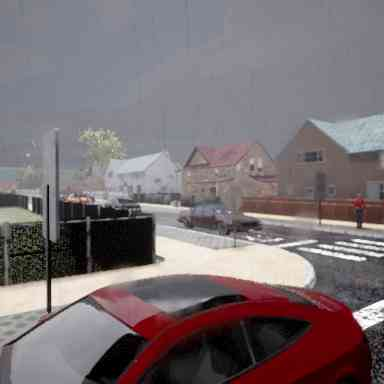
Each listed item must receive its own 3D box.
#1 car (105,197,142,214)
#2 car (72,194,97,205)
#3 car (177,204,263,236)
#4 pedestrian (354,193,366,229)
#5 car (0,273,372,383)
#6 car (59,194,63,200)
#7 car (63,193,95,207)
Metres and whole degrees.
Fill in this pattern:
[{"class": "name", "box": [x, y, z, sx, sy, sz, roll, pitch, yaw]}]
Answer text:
[{"class": "car", "box": [-5.864, 1.186, 28.128, 1.837, 1.490, 4.892, 0, 1, -34]}, {"class": "car", "box": [-15.421, 0.984, 47.493, 2.033, 1.411, 5.357, 0, 1, -34]}, {"class": "car", "box": [1.262, 1.361, 17.600, 2.033, 1.411, 5.357, 0, 1, -34]}, {"class": "pedestrian", "box": [8.625, 0.960, 17.167, 0.375, 1.860, 0.375, 0, 0, -34]}, {"class": "car", "box": [-0.351, 1.520, 2.653, 4.674, 1.442, 1.812, 0, 1, -36]}, {"class": "car", "box": [-21.304, 0.923, 56.182, 1.895, 1.301, 4.718, 0, 1, -34]}, {"class": "car", "box": [-13.259, 0.896, 39.093, 2.097, 1.767, 4.553, 0, 1, -34]}]
